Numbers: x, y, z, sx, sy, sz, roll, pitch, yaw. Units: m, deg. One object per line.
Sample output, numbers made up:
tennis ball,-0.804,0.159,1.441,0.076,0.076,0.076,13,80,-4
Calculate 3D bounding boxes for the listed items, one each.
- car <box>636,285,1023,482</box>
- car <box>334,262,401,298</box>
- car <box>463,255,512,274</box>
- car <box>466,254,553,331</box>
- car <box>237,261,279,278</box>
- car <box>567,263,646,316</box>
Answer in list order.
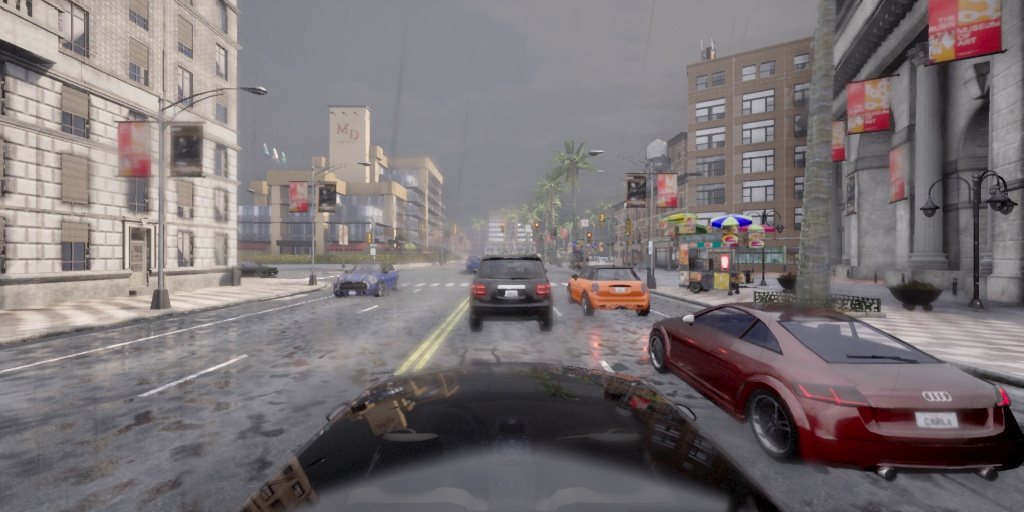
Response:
car,3.478,1.314,4.938,1.994,1.385,4.181,0,0,0
car,-7.356,1.102,18.599,2.097,1.767,4.553,0,0,-2
car,-2.836,0.971,42.512,5.566,2.045,2.150,0,1,-42
car,-0.043,0.971,11.085,2.150,2.045,5.566,0,0,-1
car,-24.823,1.351,33.816,4.718,1.301,1.895,0,0,-1
car,3.432,1.102,13.570,2.097,1.767,4.553,0,0,-1
